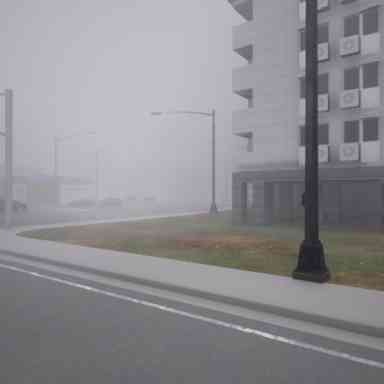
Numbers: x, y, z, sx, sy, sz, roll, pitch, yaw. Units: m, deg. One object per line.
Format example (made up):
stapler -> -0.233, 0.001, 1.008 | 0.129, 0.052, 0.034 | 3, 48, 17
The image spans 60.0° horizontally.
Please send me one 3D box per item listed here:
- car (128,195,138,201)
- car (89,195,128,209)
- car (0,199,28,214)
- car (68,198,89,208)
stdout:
car -> -11.357, 1.189, 62.387 | 1.882, 1.535, 5.008 | 0, 0, 1
car -> -11.580, 1.486, 46.388 | 2.128, 1.511, 4.902 | 0, 0, 22
car -> -19.373, 1.473, 33.718 | 1.882, 1.535, 5.008 | 0, 0, 36
car -> -15.317, 1.557, 46.568 | 1.994, 1.385, 4.181 | 0, 0, 24
